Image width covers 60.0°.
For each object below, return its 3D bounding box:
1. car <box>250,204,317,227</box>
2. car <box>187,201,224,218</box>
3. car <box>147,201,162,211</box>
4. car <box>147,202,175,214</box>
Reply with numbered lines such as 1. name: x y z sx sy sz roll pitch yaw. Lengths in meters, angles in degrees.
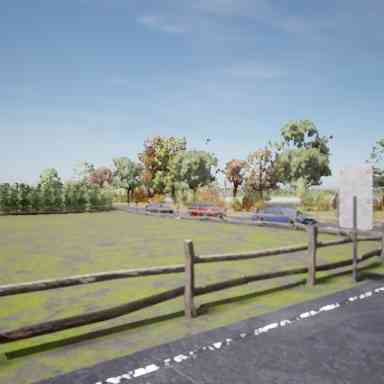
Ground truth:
1. car: 7.136 1.917 26.383 2.033 1.411 5.357 0 -1 -35
2. car: 1.383 1.863 34.784 2.097 1.767 4.553 0 -1 -33
3. car: -6.363 2.342 56.317 1.812 1.442 4.674 0 0 -16
4. car: -4.199 2.201 43.641 2.033 1.411 5.357 0 -1 -29
